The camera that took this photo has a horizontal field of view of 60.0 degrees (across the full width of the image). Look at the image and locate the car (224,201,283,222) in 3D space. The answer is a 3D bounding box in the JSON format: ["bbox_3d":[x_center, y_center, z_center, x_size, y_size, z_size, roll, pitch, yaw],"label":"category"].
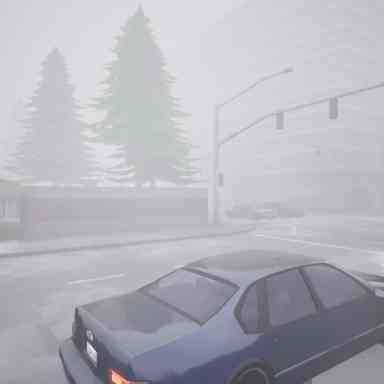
[{"bbox_3d":[4.815,1.656,27.511,1.895,1.301,4.718,0,0,-34],"label":"car"}]

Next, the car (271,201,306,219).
[{"bbox_3d":[7.726,1.560,29.507,1.837,1.490,4.892,0,0,-35],"label":"car"}]

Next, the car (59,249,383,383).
[{"bbox_3d":[1.110,1.547,4.573,5.357,1.411,2.033,0,0,-35],"label":"car"}]
